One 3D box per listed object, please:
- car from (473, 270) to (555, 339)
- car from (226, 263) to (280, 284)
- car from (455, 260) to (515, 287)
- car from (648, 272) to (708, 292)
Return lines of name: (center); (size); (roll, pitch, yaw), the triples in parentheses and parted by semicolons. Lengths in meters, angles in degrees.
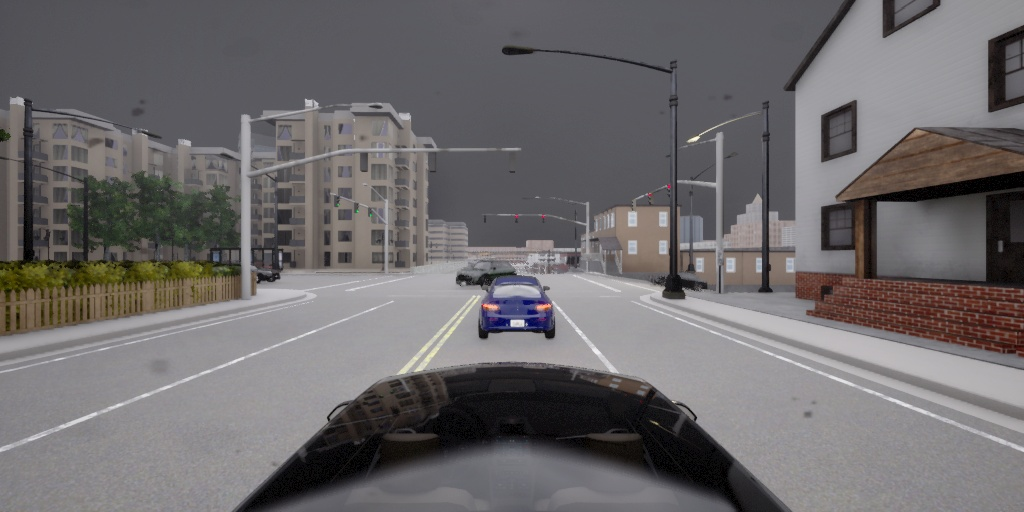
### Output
car: (0.110, 1.276, 9.991); (1.812, 1.442, 4.674); (0, 0, 0)
car: (-19.815, 1.255, 26.487); (4.892, 1.490, 1.837); (0, 0, 1)
car: (-1.662, 1.080, 23.747); (2.097, 1.767, 4.553); (1, 1, 36)
car: (13.738, 2.015, 29.700); (4.674, 1.442, 1.812); (8, 0, 1)
